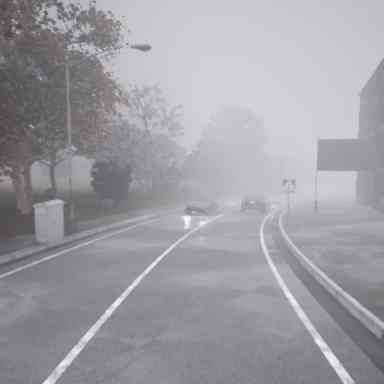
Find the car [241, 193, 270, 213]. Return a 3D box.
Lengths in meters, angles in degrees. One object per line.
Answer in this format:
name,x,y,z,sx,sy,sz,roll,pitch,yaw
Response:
car,5.916,0.881,30.610,2.097,1.767,4.553,2,2,20

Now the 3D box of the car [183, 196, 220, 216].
car,0.943,1.067,27.712,2.033,1.411,5.357,2,2,17
